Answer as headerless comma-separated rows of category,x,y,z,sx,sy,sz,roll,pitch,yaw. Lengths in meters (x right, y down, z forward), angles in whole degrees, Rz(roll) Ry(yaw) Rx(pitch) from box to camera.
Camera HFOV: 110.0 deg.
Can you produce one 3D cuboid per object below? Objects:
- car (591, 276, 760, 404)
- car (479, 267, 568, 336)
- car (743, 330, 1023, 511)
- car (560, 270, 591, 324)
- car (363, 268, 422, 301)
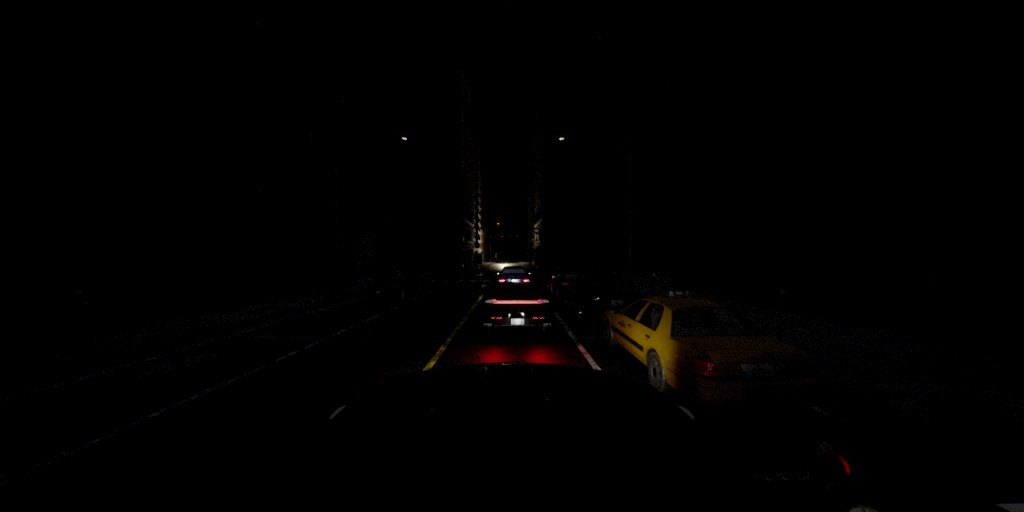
car,2.877,1.274,6.425,1.751,1.417,4.829,0,0,0
car,0.108,1.239,10.366,2.128,1.511,4.902,0,0,0
car,2.872,1.301,0.669,2.007,1.370,4.403,0,0,0
car,2.880,1.312,11.841,1.948,1.339,4.313,0,0,0
car,-5.661,1.289,17.430,1.888,1.381,4.507,0,0,0
